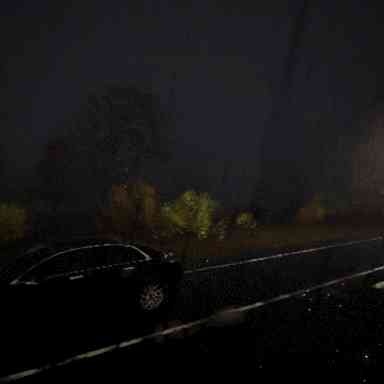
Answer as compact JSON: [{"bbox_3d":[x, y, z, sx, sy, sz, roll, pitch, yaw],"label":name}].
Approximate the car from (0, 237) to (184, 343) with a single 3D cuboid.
[{"bbox_3d":[-2.437,1.686,6.364,4.892,1.490,1.837,0,-1,-37],"label":"car"}]
